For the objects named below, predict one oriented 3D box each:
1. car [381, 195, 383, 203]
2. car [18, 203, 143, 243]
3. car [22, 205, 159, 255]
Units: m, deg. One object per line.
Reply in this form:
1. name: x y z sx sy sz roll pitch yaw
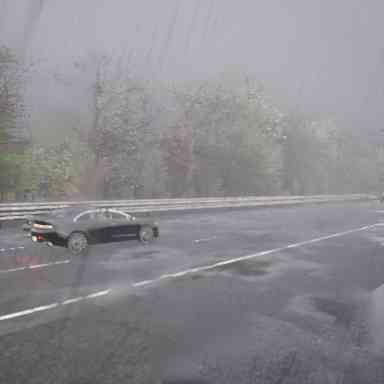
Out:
1. car: 32.355 0.991 54.094 1.882 1.535 5.008 0 0 45
2. car: -5.128 1.346 15.984 2.033 1.411 5.357 0 1 45
3. car: -3.472 1.316 12.674 2.128 1.511 4.902 0 0 45
